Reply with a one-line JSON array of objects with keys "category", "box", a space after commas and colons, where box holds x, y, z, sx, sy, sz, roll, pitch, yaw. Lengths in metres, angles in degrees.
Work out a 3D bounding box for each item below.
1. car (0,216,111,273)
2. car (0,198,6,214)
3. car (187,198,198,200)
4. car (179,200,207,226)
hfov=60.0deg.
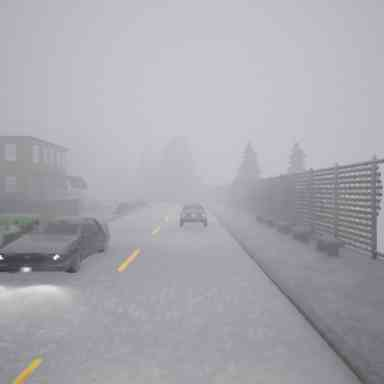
[{"category": "car", "box": [-4.066, 1.518, 10.814, 2.033, 1.411, 5.357, 0, 0, 0]}, {"category": "car", "box": [-17.281, 1.059, 27.070, 3.633, 1.501, 1.845, 0, 0, 0]}, {"category": "car", "box": [0.088, 1.431, 42.355, 2.033, 1.411, 5.357, 0, 0, 0]}, {"category": "car", "box": [0.095, 1.485, 22.869, 2.033, 1.411, 5.357, 0, 0, 0]}]
